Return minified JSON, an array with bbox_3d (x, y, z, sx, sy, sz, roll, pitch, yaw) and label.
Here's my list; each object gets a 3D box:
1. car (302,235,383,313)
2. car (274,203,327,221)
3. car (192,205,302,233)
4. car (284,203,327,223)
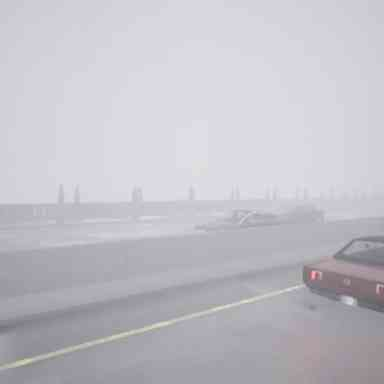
[{"bbox_3d":[4.532,1.599,7.082,4.718,1.301,1.895,0,0,-36],"label":"car"},{"bbox_3d":[9.217,1.613,28.068,4.718,1.301,1.895,0,0,-36],"label":"car"},{"bbox_3d":[2.210,1.505,14.285,4.902,1.511,2.128,0,0,-36],"label":"car"},{"bbox_3d":[6.620,1.489,21.839,5.008,1.535,1.882,0,0,-36],"label":"car"}]
